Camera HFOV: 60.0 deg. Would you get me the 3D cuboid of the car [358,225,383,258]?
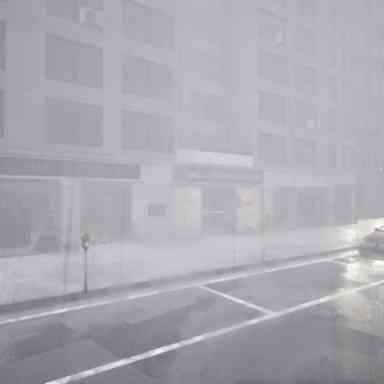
[{"bbox_3d":[7.758,1.691,12.096,4.206,1.307,1.802,0,0,-36],"label":"car"}]
